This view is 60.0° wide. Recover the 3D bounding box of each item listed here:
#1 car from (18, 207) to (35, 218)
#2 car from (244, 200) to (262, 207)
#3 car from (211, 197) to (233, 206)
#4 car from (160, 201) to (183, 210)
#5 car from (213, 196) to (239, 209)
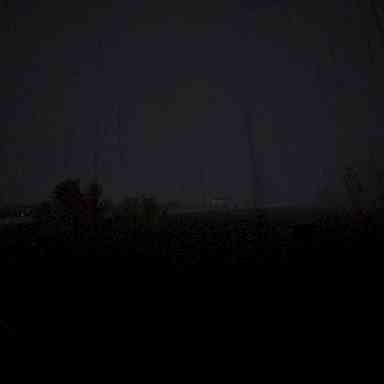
[{"bbox_3d":[-14.505,1.816,33.618,2.033,1.411,5.357,-1,-1,36],"label":"car"},{"bbox_3d":[11.858,2.248,64.056,1.895,1.301,4.718,-1,-1,36],"label":"car"},{"bbox_3d":[5.585,1.757,61.349,1.837,1.490,4.892,-1,-1,36],"label":"car"},{"bbox_3d":[-3.533,2.021,48.842,2.033,1.411,5.357,-1,-1,36],"label":"car"},{"bbox_3d":[5.643,1.750,55.346,2.150,2.045,5.566,-1,-1,38],"label":"car"}]
